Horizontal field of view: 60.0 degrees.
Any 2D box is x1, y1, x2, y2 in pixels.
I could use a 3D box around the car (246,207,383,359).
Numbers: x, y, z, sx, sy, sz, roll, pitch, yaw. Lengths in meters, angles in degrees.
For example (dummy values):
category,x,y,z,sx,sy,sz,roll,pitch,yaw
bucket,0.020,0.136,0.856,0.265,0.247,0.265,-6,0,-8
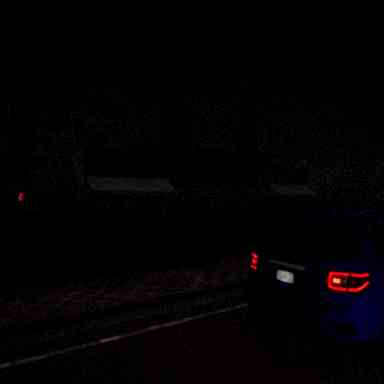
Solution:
category,x,y,z,sx,sy,sz,roll,pitch,yaw
car,3.495,1.306,6.233,5.566,2.045,2.150,1,0,-35
